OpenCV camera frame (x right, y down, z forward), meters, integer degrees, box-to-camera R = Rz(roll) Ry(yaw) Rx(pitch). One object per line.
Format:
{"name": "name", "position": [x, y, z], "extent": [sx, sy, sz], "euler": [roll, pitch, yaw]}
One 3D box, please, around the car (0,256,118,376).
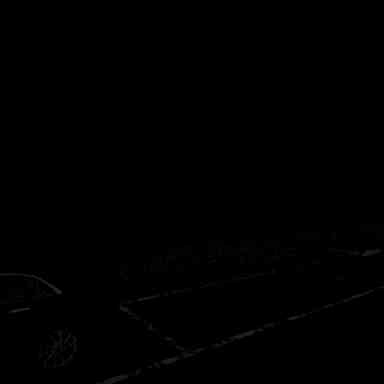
{"name": "car", "position": [-3.108, 1.551, 3.976], "extent": [4.403, 1.369, 2.008], "euler": [0, 0, -35]}

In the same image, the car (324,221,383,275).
{"name": "car", "position": [5.893, 1.581, 10.365], "extent": [4.206, 1.307, 1.802], "euler": [0, 0, -35]}
